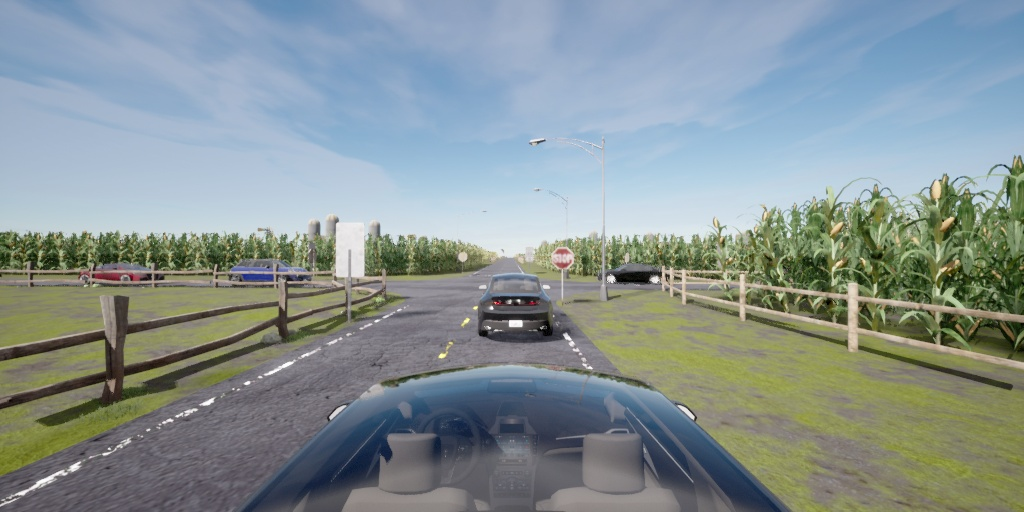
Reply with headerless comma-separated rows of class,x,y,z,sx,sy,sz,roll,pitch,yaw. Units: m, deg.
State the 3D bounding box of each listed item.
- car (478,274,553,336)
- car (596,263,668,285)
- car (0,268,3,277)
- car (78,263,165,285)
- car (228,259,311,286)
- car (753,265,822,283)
car,0.078,1.255,10.369,1.837,1.490,4.892,0,0,0
car,8.800,1.310,26.473,5.008,1.535,1.882,0,0,5
car,-37.390,0.758,23.620,5.566,2.045,2.150,0,-1,1
car,-25.508,1.161,23.521,4.181,1.385,1.994,0,-1,1
car,-15.670,1.002,23.395,4.553,1.767,2.097,0,-1,2
car,20.314,1.410,26.135,4.892,1.490,1.837,0,-1,0
